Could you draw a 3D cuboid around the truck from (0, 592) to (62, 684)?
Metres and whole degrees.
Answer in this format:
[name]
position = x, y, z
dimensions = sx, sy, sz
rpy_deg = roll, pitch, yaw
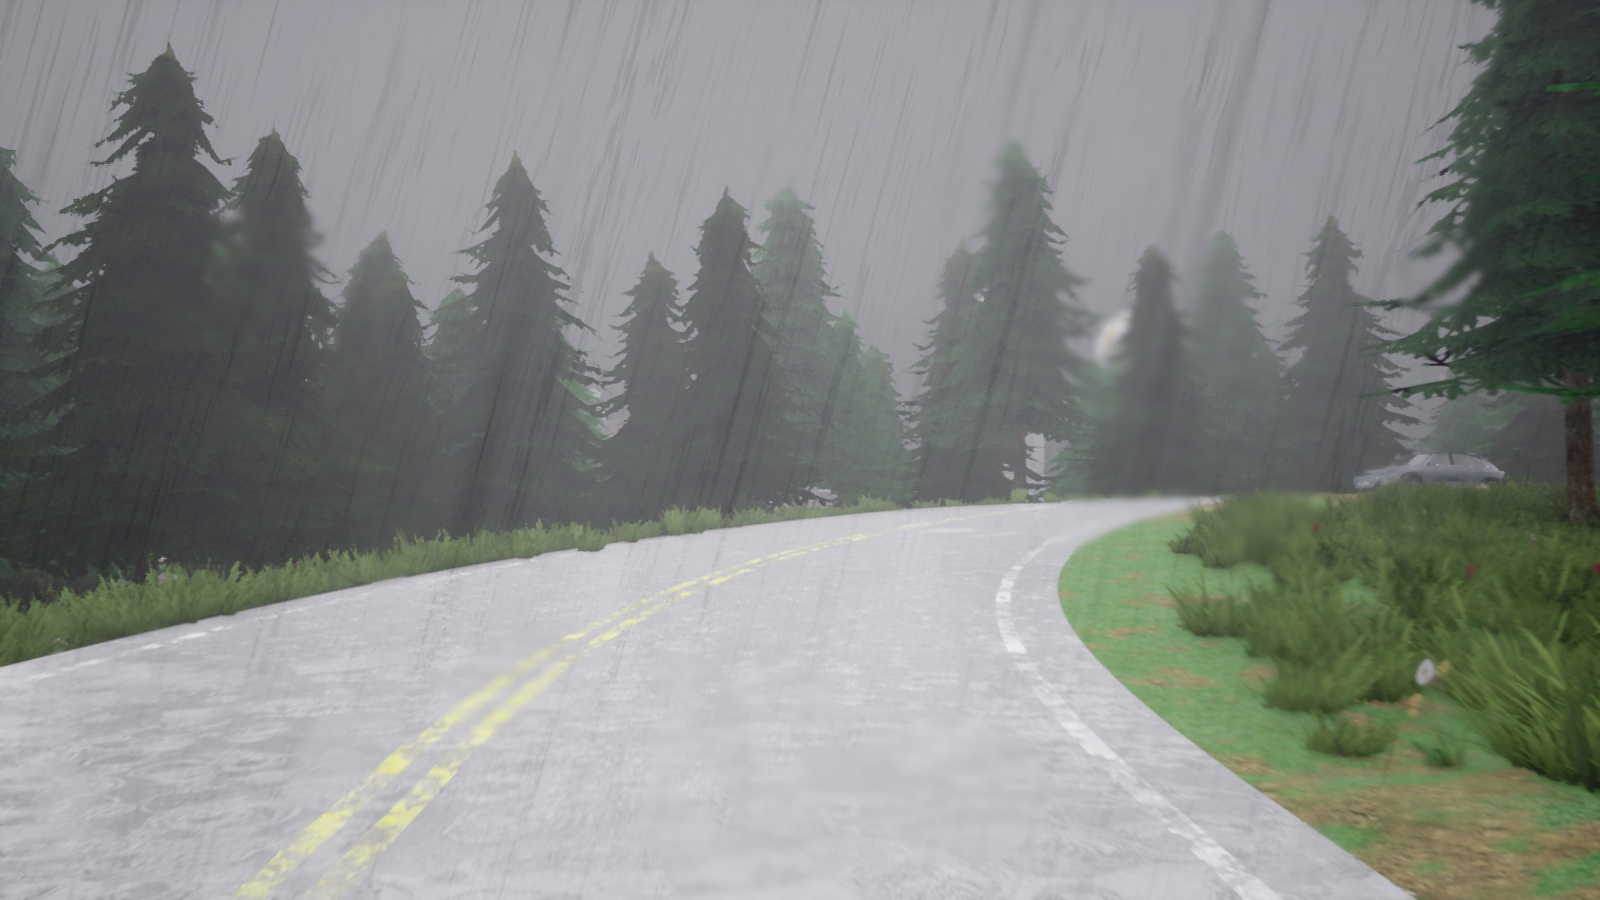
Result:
[truck]
position = -37.460, 8.303, 55.076
dimensions = 8.468, 3.827, 2.891
rpy_deg = 2, -5, -27

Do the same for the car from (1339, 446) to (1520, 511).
[car]
position = 19.074, 0.895, 38.083
dimensions = 4.856, 1.649, 2.033
rpy_deg = 3, -5, -18
